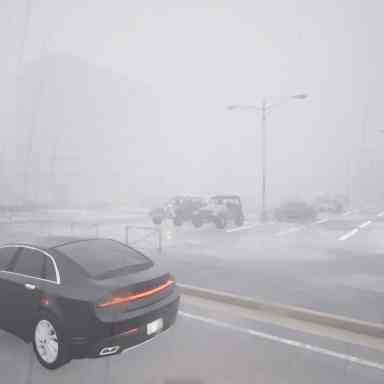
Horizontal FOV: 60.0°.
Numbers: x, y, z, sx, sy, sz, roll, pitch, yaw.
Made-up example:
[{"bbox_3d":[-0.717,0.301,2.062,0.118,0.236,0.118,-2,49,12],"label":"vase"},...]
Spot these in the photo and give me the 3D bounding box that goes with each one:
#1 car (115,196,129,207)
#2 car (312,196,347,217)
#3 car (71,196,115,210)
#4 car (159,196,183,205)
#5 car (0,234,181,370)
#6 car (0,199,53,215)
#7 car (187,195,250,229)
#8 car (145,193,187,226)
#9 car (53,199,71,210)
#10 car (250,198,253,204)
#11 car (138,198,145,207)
[{"bbox_3d":[-11.580,1.352,49.809,2.097,1.767,4.553,0,0,34],"label":"car"},{"bbox_3d":[13.749,1.395,33.166,1.970,1.475,3.806,0,0,34],"label":"car"},{"bbox_3d":[-12.502,1.526,42.164,1.812,1.442,4.674,0,0,34],"label":"car"},{"bbox_3d":[-3.816,1.525,61.210,1.812,1.442,4.674,0,0,34],"label":"car"},{"bbox_3d":[-2.454,1.505,5.750,4.892,1.490,1.837,0,0,36],"label":"car"},{"bbox_3d":[-17.502,1.601,34.752,1.895,1.301,4.718,0,0,34],"label":"car"},{"bbox_3d":[1.704,1.156,20.229,1.905,1.878,3.866,0,0,34],"label":"car"},{"bbox_3d":[-0.660,1.153,21.899,1.932,1.855,4.605,0,0,34],"label":"car"},{"bbox_3d":[-17.176,1.547,41.506,2.033,1.411,5.357,0,0,34],"label":"car"},{"bbox_3d":[9.835,1.505,62.475,1.837,1.490,4.892,0,0,34],"label":"car"},{"bbox_3d":[-5.902,1.220,51.943,2.150,2.045,5.566,0,0,34],"label":"car"}]
